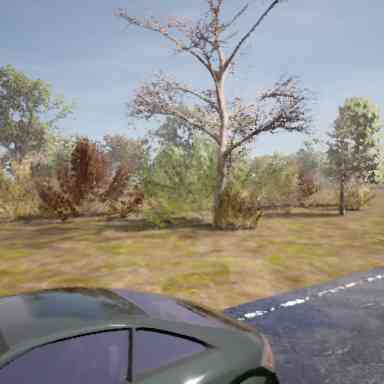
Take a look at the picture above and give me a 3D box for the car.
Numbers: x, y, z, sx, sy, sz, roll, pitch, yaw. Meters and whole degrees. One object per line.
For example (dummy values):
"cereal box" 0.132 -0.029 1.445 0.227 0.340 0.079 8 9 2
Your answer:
"car" -1.267 1.534 2.371 4.181 1.385 1.994 -2 1 -36
